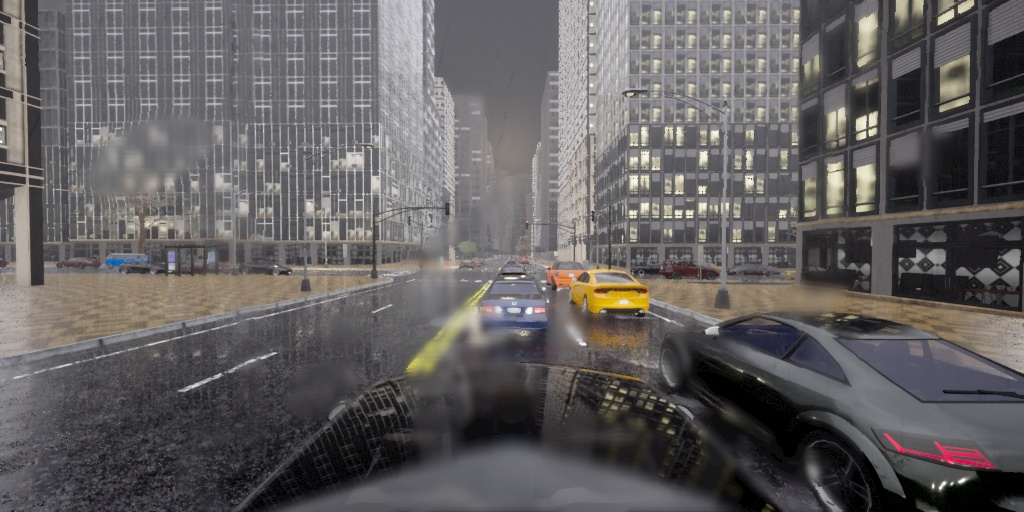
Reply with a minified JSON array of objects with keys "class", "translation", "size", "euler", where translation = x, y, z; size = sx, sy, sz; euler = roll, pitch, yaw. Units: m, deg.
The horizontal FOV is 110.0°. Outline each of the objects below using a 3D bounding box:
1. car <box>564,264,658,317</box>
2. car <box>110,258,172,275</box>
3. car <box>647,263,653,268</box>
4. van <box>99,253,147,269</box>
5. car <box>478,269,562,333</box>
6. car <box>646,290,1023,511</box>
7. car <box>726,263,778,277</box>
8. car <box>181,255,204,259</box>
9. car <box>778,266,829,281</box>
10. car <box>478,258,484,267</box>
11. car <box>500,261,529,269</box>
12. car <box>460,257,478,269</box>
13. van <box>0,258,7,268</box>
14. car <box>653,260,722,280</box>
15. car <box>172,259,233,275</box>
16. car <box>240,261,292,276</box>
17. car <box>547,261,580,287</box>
[{"class":"car","translation":[3.325,1.223,13.142],"size":[1.882,1.535,5.008],"euler":[0,0,0]},{"class":"car","translation":[-34.165,1.068,33.578],"size":[4.313,1.339,1.948],"euler":[0,0,1]},{"class":"car","translation":[15.189,1.452,38.646],"size":[4.718,1.301,1.895],"euler":[1,1,1]},{"class":"van","translation":[-45.375,0.604,42.215],"size":[3.998,1.789,1.690],"euler":[0,0,1]},{"class":"car","translation":[0.081,1.294,10.735],"size":[2.033,1.411,5.357],"euler":[0,0,1]},{"class":"car","translation":[3.339,1.313,4.057],"size":[1.994,1.385,4.181],"euler":[0,0,0]},{"class":"car","translation":[25.603,1.490,38.486],"size":[5.357,1.411,2.033],"euler":[0,1,1]},{"class":"car","translation":[-35.760,0.745,39.432],"size":[4.553,1.767,2.097],"euler":[1,1,1]},{"class":"car","translation":[27.575,1.578,32.680],"size":[4.829,1.417,1.751],"euler":[0,0,1]},{"class":"car","translation":[-6.696,1.054,64.259],"size":[2.097,1.767,4.553],"euler":[0,0,0]},{"class":"car","translation":[0.060,1.232,20.488],"size":[2.128,1.511,4.902],"euler":[0,0,0]},{"class":"car","translation":[-6.705,1.277,54.258],"size":[1.994,1.385,4.181],"euler":[0,0,0]},{"class":"van","translation":[-51.210,0.686,33.940],"size":[3.998,1.789,1.690],"euler":[0,0,1]},{"class":"car","translation":[16.126,1.268,32.852],"size":[5.009,1.841,2.192],"euler":[0,0,1]},{"class":"car","translation":[-28.484,1.137,33.417],"size":[4.207,1.307,1.802],"euler":[0,0,1]},{"class":"car","translation":[-22.799,1.173,33.296],"size":[4.313,1.339,1.948],"euler":[0,0,1]},{"class":"car","translation":[3.305,1.092,22.147],"size":[2.097,1.767,4.553],"euler":[0,0,0]}]
